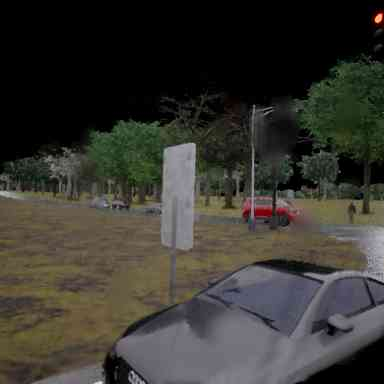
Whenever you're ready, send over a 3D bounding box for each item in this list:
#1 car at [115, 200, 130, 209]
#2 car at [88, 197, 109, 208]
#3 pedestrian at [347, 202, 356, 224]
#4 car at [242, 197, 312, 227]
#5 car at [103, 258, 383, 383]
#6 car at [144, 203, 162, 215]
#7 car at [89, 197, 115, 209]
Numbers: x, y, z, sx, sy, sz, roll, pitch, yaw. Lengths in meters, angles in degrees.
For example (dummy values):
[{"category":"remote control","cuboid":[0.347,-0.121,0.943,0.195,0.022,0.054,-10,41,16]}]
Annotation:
[{"category":"car","cuboid":[-12.297,2.189,56.728,1.837,1.490,4.892,3,-2,-36]},{"category":"car","cuboid":[-18.386,1.964,65.208,2.150,2.045,5.566,3,-2,-36]},{"category":"pedestrian","cuboid":[13.334,1.718,27.800,0.375,1.860,0.375,2,-1,-36]},{"category":"car","cuboid":[6.102,1.409,24.637,2.150,2.045,5.566,2,-2,-33]},{"category":"car","cuboid":[1.138,1.566,3.915,4.181,1.385,1.994,0,0,-36]},{"category":"car","cuboid":[-3.883,1.964,38.706,1.994,1.385,4.181,3,-2,-36]},{"category":"car","cuboid":[-14.946,2.040,54.221,2.128,1.511,4.902,3,-2,-35]}]
